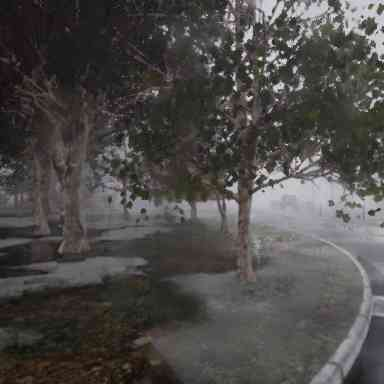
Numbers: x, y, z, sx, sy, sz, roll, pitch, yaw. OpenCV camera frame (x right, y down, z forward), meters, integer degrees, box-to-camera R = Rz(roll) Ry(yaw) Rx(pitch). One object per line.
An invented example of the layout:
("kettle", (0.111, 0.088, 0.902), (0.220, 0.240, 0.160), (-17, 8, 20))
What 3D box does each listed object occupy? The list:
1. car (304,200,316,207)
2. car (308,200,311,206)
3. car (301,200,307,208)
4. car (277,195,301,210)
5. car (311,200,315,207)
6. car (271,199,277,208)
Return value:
("car", (27.192, 2.553, 76.325), (2.128, 1.511, 4.902), (0, -2, 25))
("car", (20.234, 2.258, 61.638), (1.994, 1.385, 4.181), (0, -2, 25))
("car", (18.046, 2.089, 57.017), (2.033, 1.411, 5.357), (0, -2, 25))
("car", (13.818, 1.444, 47.180), (2.150, 2.045, 5.566), (0, -2, 22))
("car", (23.500, 2.472, 68.531), (1.994, 1.385, 4.181), (0, -2, 25))
("car", (15.222, 2.027, 58.582), (1.882, 1.535, 5.008), (0, -2, 26))
